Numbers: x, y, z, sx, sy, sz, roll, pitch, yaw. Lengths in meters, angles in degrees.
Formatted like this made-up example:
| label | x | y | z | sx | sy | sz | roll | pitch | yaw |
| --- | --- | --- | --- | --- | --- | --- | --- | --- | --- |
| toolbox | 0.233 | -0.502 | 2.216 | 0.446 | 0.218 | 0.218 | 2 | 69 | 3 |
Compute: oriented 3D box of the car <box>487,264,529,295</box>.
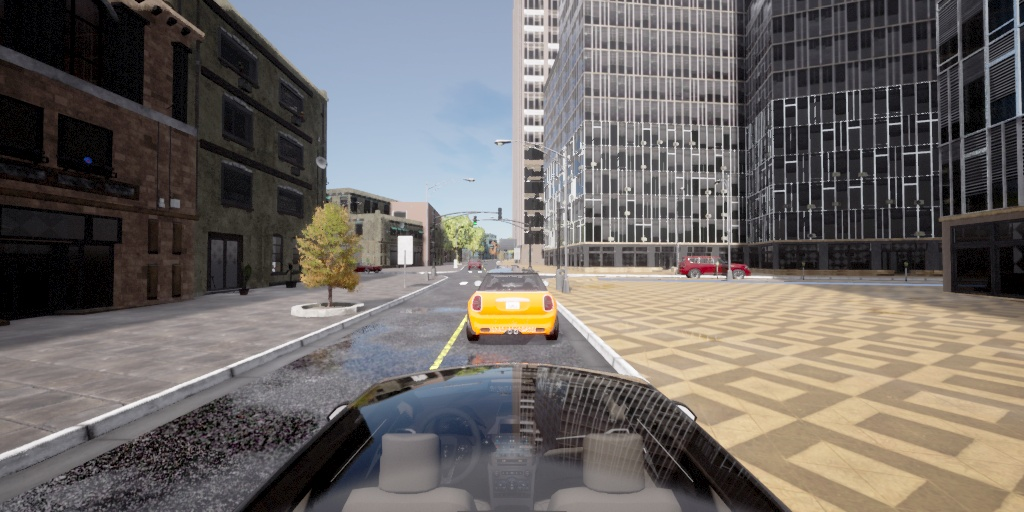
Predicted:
| label | x | y | z | sx | sy | sz | roll | pitch | yaw |
| --- | --- | --- | --- | --- | --- | --- | --- | --- | --- |
| car | -0.244 | 1.248 | 20.777 | 2.128 | 1.511 | 4.902 | 0 | 0 | -1 |

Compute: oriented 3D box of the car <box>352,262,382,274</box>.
| label | x | y | z | sx | sy | sz | roll | pitch | yaw |
| --- | --- | --- | --- | --- | --- | --- | --- | --- | --- |
| car | -17.547 | 1.386 | 41.679 | 4.718 | 1.301 | 1.895 | 0 | -1 | 18 |

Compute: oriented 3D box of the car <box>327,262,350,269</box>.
| label | x | y | z | sx | sy | sz | roll | pitch | yaw |
| --- | --- | --- | --- | --- | --- | --- | --- | --- | --- |
| car | -20.618 | 1.317 | 40.067 | 4.313 | 1.339 | 1.948 | 0 | 0 | 18 |

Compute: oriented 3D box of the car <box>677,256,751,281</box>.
| label | x | y | z | sx | sy | sz | roll | pitch | yaw |
| --- | --- | --- | --- | --- | --- | --- | --- | --- | --- |
| car | 15.722 | 0.938 | 28.211 | 5.009 | 1.841 | 2.192 | 0 | 0 | 18 |

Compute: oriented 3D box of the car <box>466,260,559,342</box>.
| label | x | y | z | sx | sy | sz | roll | pitch | yaw |
| --- | --- | --- | --- | --- | --- | --- | --- | --- | --- |
| car | -0.004 | 1.104 | 9.973 | 2.097 | 1.767 | 4.553 | 0 | 0 | -1 |

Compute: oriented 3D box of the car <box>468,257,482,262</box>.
| label | x | y | z | sx | sy | sz | roll | pitch | yaw |
| --- | --- | --- | --- | --- | --- | --- | --- | --- | --- |
| car | -5.521 | 1.240 | 53.297 | 1.882 | 1.535 | 5.008 | 0 | 0 | -6 |
